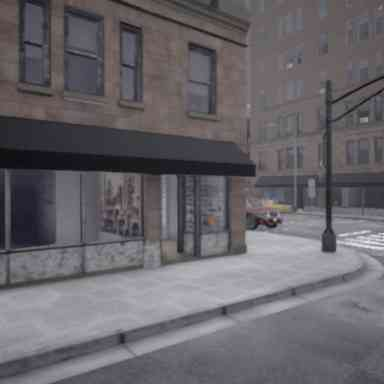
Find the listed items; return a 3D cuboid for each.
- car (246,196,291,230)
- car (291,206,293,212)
[{"bbox_3d":[3.047,1.160,20.107,2.192,1.841,5.009,1,0,-36],"label":"car"},{"bbox_3d":[6.629,1.257,29.680,1.752,1.417,4.829,1,0,-36],"label":"car"}]
